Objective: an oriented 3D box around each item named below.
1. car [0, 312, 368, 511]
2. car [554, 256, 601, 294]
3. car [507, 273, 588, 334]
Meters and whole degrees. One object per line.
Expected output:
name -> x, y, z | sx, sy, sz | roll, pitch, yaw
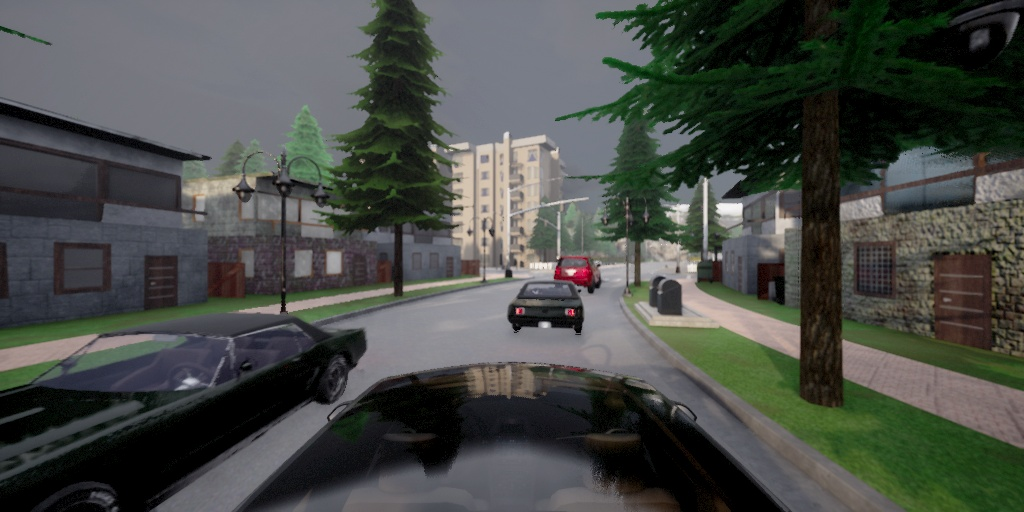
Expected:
car -> -3.380, 1.355, 3.628 | 1.895, 1.301, 4.718 | 0, 0, 3
car -> 3.968, 1.033, 21.390 | 2.150, 2.045, 5.566 | 0, 0, 19
car -> 1.149, 1.379, 10.832 | 1.895, 1.301, 4.718 | 0, 0, 9
